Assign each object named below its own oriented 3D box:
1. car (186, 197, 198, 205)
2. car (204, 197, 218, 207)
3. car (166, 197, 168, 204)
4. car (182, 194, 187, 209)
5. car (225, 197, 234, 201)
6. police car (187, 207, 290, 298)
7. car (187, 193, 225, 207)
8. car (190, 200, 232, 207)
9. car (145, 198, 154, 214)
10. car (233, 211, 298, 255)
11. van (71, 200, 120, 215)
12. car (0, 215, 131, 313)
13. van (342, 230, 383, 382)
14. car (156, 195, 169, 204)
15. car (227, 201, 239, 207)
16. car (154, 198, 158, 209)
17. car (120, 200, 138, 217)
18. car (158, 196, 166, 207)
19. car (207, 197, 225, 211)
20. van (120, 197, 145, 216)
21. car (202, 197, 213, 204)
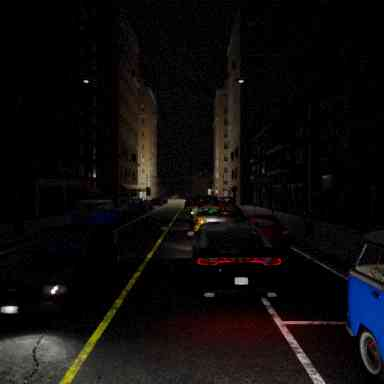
[{"bbox_3d":[0.059,1.574,58.905,1.994,1.385,4.181,0,0,0],"label":"car"},{"bbox_3d":[2.908,1.558,52.395,2.008,1.369,4.403,0,0,0],"label":"car"},{"bbox_3d":[-5.612,1.592,57.905,1.802,1.307,4.206,0,0,0],"label":"car"},{"bbox_3d":[0.062,1.357,45.504,2.097,1.767,4.553,0,0,0],"label":"car"},{"bbox_3d":[2.885,1.316,30.389,2.192,1.841,5.009,0,0,0],"label":"car"},{"bbox_3d":[0.908,1.425,8.673,1.930,1.638,5.238,0,0,0],"label":"police car"},{"bbox_3d":[0.924,1.224,24.594,2.150,2.045,5.566,0,0,0],"label":"car"},{"bbox_3d":[0.918,1.455,18.753,1.801,1.575,5.366,0,0,0],"label":"car"},{"bbox_3d":[-5.634,1.568,35.900,1.947,1.339,4.313,0,0,0],"label":"car"},{"bbox_3d":[2.869,1.581,13.886,1.802,1.307,4.206,0,0,0],"label":"car"},{"bbox_3d":[-5.651,1.341,19.397,1.690,1.788,3.998,0,0,0],"label":"van"},{"bbox_3d":[-2.993,1.547,8.122,2.033,1.411,5.357,0,0,0],"label":"car"},{"bbox_3d":[2.857,1.341,2.883,1.690,1.788,3.998,0,0,0],"label":"van"},{"bbox_3d":[-5.606,1.453,63.407,1.967,1.590,4.097,0,0,0],"label":"car"},{"bbox_3d":[2.881,1.582,24.888,1.802,1.307,4.206,0,0,0],"label":"car"},{"bbox_3d":[-5.628,1.585,41.401,1.802,1.307,4.206,0,0,0],"label":"car"},{"bbox_3d":[-5.645,1.551,24.897,2.008,1.369,4.403,0,0,0],"label":"car"},{"bbox_3d":[-5.617,1.573,52.404,1.947,1.339,4.313,0,0,0],"label":"car"},{"bbox_3d":[2.897,1.443,41.392,1.967,1.590,4.097,0,0,0],"label":"car"},{"bbox_3d":[-5.640,1.342,30.398,1.690,1.788,3.998,0,0,0],"label":"van"},{"bbox_3d":[2.919,1.578,63.398,1.947,1.339,4.313,0,0,0],"label":"car"}]
